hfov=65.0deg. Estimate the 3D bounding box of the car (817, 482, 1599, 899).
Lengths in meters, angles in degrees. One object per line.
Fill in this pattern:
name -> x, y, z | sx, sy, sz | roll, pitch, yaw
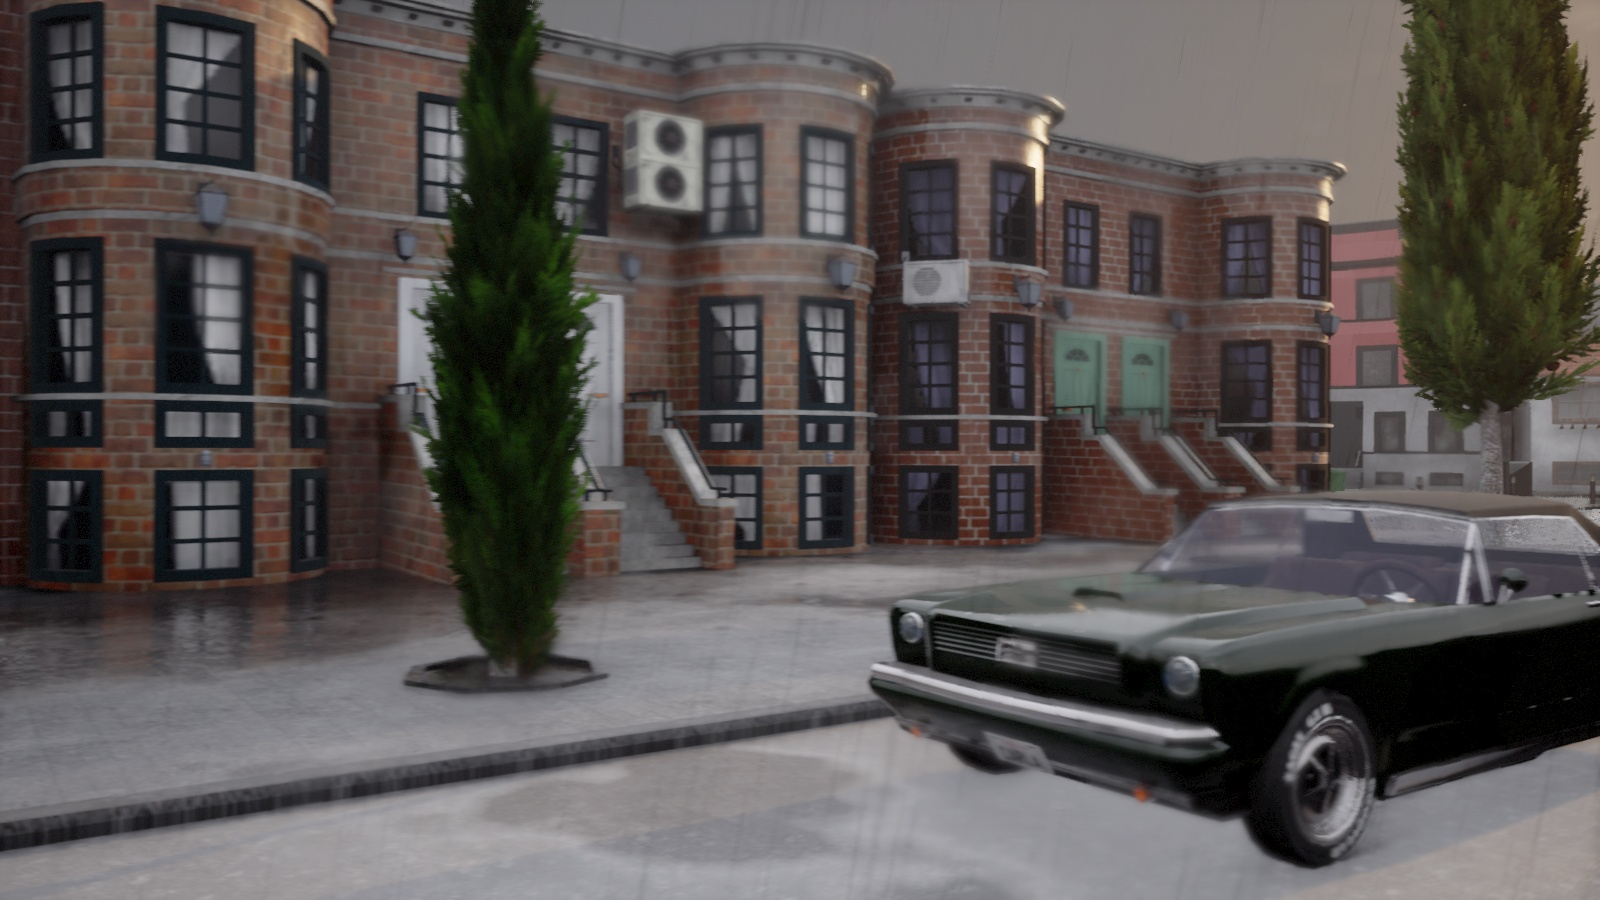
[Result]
car -> 2.551, 0.855, 6.043 | 4.718, 1.301, 1.895 | 0, 0, -35
